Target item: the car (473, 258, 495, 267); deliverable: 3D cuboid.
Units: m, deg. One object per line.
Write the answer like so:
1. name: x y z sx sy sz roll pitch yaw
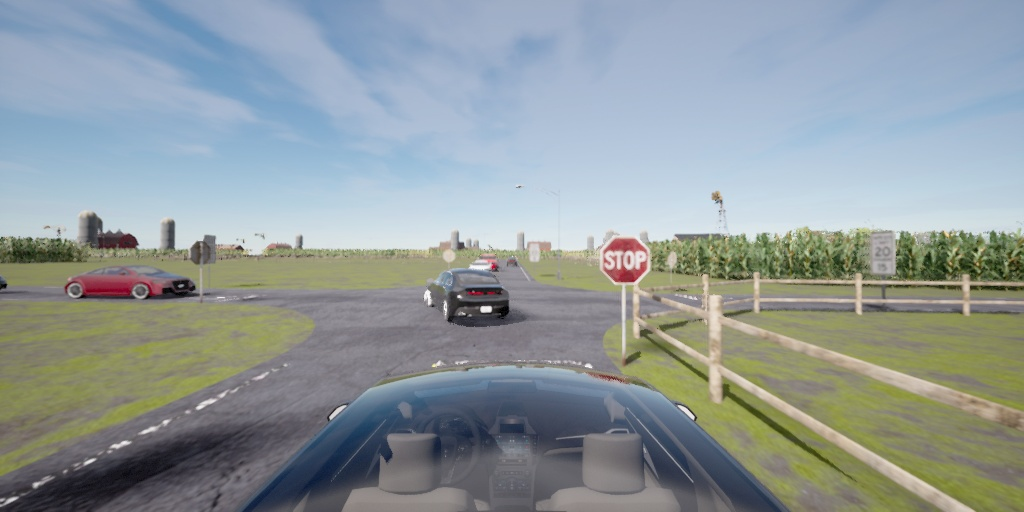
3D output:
1. car: -2.846 1.159 32.709 1.812 1.442 4.674 0 0 0

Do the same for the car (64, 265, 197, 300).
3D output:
1. car: -16.242 1.081 15.418 4.181 1.385 1.994 1 -1 -1

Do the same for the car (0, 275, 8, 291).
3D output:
1. car: -25.019 0.928 15.458 4.892 1.490 1.837 1 -1 0

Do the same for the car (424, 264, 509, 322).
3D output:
1. car: -1.659 1.179 12.111 1.837 1.490 4.892 1 1 -23

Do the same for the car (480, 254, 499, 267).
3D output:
1. car: -2.846 0.813 42.650 2.150 2.045 5.566 0 0 0

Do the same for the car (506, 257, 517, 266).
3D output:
1. car: -0.005 1.009 61.504 1.837 1.490 4.892 0 0 0
